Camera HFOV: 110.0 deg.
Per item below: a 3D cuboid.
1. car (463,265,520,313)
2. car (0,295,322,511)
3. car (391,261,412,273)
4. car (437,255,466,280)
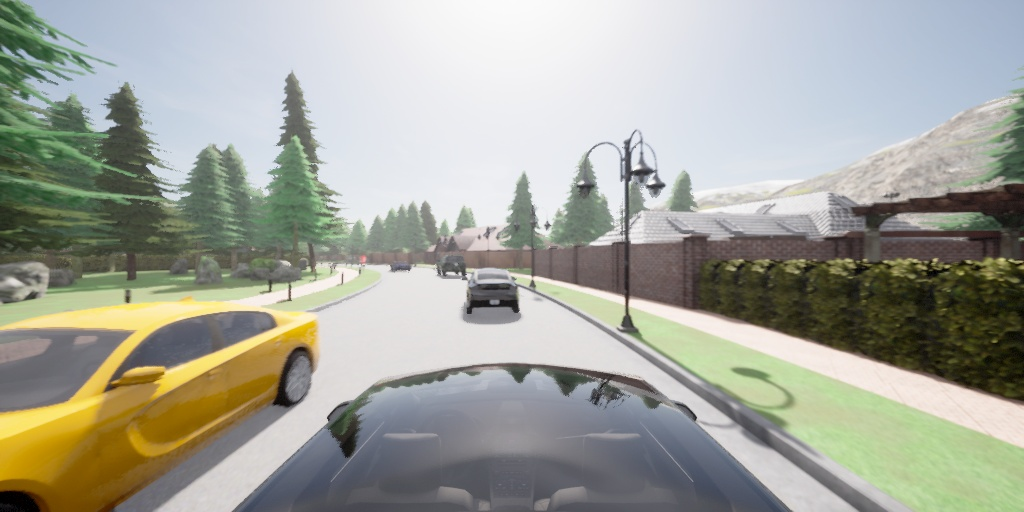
[{"bbox_3d":[-0.859,1.227,13.920,1.837,1.490,4.892,0,0,-7],"label":"car"},{"bbox_3d":[-3.748,1.232,3.353,1.882,1.535,5.008,0,0,-2],"label":"car"},{"bbox_3d":[-13.412,1.282,43.295,1.895,1.301,4.718,0,0,-26],"label":"car"},{"bbox_3d":[-5.995,0.905,35.225,2.150,2.045,5.566,0,0,-20],"label":"car"}]
